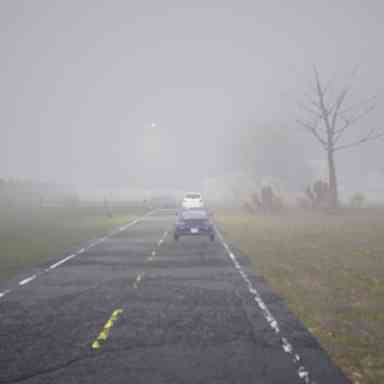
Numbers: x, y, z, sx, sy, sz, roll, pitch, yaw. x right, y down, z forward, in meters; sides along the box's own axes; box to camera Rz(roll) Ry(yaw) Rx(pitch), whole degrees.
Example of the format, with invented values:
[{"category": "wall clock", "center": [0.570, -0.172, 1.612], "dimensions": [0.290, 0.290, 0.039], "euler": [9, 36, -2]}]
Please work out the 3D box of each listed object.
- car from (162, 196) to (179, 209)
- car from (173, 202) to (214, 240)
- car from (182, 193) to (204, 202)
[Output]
[{"category": "car", "center": [-2.756, 1.362, 43.000], "dimensions": [1.837, 1.490, 4.892], "euler": [0, 0, 0]}, {"category": "car", "center": [0.099, 1.465, 16.505], "dimensions": [1.812, 1.442, 4.674], "euler": [0, 0, 0]}, {"category": "car", "center": [0.098, 1.095, 36.647], "dimensions": [2.150, 2.045, 5.566], "euler": [0, 0, 0]}]
